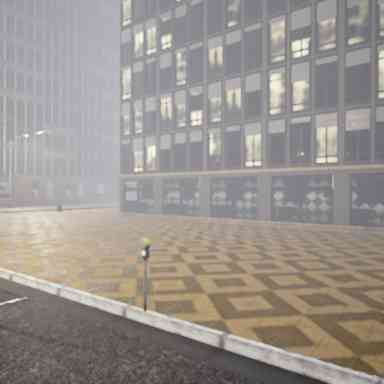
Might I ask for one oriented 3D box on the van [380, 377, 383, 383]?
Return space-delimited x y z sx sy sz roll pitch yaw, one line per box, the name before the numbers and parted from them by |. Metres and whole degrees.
van | 2.729 1.353 0.932 3.998 1.788 1.690 0 0 36
